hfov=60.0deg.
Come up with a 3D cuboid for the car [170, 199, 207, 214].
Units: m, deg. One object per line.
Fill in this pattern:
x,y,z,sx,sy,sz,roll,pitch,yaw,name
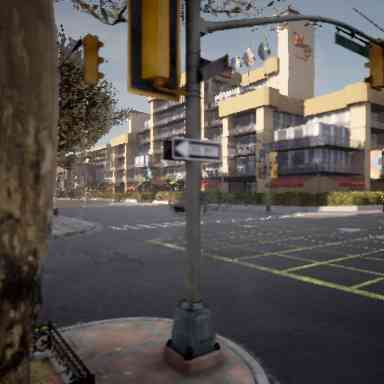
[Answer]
-0.451,1.486,33.633,2.128,1.511,4.902,0,0,-35,car
